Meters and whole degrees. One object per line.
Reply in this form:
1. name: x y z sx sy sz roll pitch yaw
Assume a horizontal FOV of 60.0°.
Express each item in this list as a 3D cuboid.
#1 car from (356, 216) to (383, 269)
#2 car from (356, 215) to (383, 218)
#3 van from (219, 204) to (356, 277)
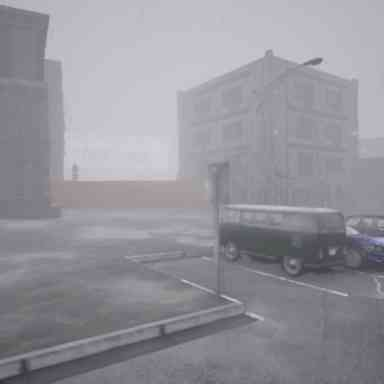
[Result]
1. car: 4.992 1.751 12.572 2.097 1.535 5.008 2 -1 -35
2. car: 7.286 1.743 14.164 2.185 1.767 4.553 3 -2 -35
3. van: 2.676 1.428 11.057 1.878 1.987 4.442 2 -1 -35
